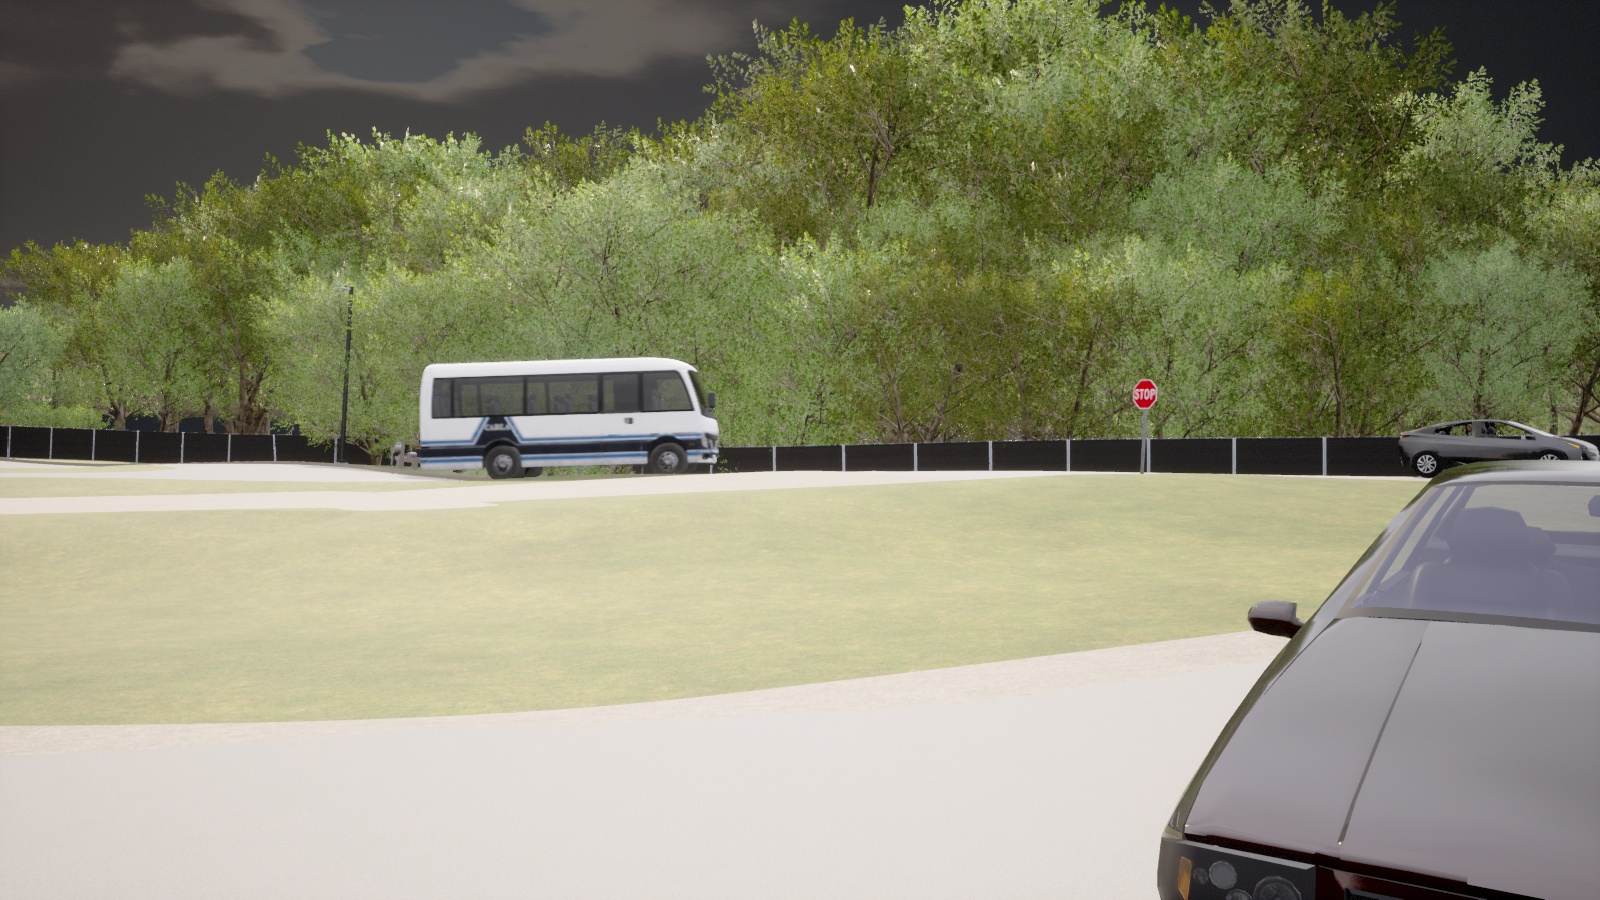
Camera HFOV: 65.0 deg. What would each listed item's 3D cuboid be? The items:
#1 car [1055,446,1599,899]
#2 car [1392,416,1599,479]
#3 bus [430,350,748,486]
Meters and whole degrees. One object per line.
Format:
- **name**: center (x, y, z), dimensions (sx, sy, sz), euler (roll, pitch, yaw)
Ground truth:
- **car**: center (2.824, 0.751, 4.233), dimensions (2.033, 1.411, 5.357), euler (2, 2, 33)
- **car**: center (17.966, -0.042, 32.351), dimensions (4.514, 1.525, 2.007), euler (0, -1, 43)
- **bus**: center (-7.164, -1.042, 43.915), dimensions (10.273, 4.253, 3.944), euler (-2, 0, 3)
